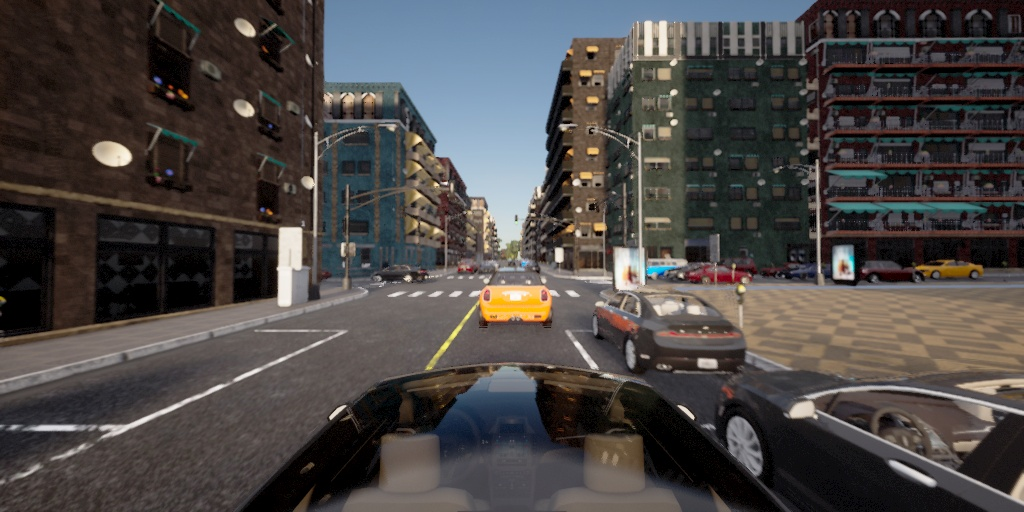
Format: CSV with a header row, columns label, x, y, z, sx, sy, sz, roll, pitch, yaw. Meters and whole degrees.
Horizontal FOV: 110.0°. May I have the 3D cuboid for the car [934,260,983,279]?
label,x,y,z,sx,sy,sz,roll,pitch,yaw
car,35.598,1.103,29.637,5.008,1.535,1.882,0,-1,0

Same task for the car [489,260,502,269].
label,x,y,z,sx,sy,sz,roll,pitch,yaw
car,-3.005,1.559,64.974,2.128,1.511,4.902,0,0,0

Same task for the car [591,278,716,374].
label,x,y,z,sx,sy,sz,roll,pitch,yaw
car,2.820,1.328,7.369,2.007,1.370,4.403,0,0,0

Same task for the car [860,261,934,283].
label,x,y,z,sx,sy,sz,roll,pitch,yaw
car,24.762,1.035,23.919,4.097,1.591,1.967,0,0,0

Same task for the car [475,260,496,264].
label,x,y,z,sx,sy,sz,roll,pitch,yaw
car,-3.105,1.530,44.919,1.994,1.385,4.181,0,0,-1

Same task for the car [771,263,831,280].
label,x,y,z,sx,sy,sz,roll,pitch,yaw
car,25.149,1.253,29.720,5.357,1.411,2.033,0,-1,0

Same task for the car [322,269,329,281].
label,x,y,z,sx,sy,sz,roll,pitch,yaw
car,-16.726,1.575,26.810,4.718,1.301,1.895,0,-1,1

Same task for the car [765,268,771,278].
label,x,y,z,sx,sy,sz,roll,pitch,yaw
car,24.824,1.304,32.298,4.507,1.381,1.888,0,0,0

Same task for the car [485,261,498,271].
label,x,y,z,sx,sy,sz,roll,pitch,yaw
car,-3.083,1.542,54.851,1.812,1.442,4.674,0,0,0

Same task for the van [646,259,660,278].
label,x,y,z,sx,sy,sz,roll,pitch,yaw
van,13.768,1.185,32.377,3.998,1.789,1.690,0,0,0

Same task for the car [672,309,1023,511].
label,x,y,z,sx,sy,sz,roll,pitch,yaw
car,2.821,1.301,1.799,2.007,1.370,4.403,0,0,0

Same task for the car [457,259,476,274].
label,x,y,z,sx,sy,sz,roll,pitch,yaw
car,-5.692,1.284,45.601,2.192,1.841,5.009,0,0,0

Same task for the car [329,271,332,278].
label,x,y,z,sx,sy,sz,roll,pitch,yaw
car,-18.624,1.685,32.606,4.207,1.307,1.802,0,0,0

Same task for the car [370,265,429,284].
label,x,y,z,sx,sy,sz,roll,pitch,yaw
car,-9.236,1.470,29.437,4.892,1.490,1.837,-1,-3,16

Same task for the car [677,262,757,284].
label,x,y,z,sx,sy,sz,roll,pitch,yaw
car,13.707,1.263,23.997,4.207,1.307,1.802,0,0,0

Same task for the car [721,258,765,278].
label,x,y,z,sx,sy,sz,roll,pitch,yaw
car,19.296,1.116,32.338,5.009,1.841,2.192,0,0,0

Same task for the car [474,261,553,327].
label,x,y,z,sx,sy,sz,roll,pitch,yaw
car,0.100,1.153,11.879,2.097,1.767,4.553,0,0,0

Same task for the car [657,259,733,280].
label,x,y,z,sx,sy,sz,roll,pitch,yaw
car,15.199,1.274,29.791,4.902,1.511,2.128,0,-1,0

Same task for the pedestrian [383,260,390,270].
label,x,y,z,sx,sy,sz,roll,pitch,yaw
pedestrian,-12.531,1.252,35.530,0.375,1.860,0.375,0,-1,0
